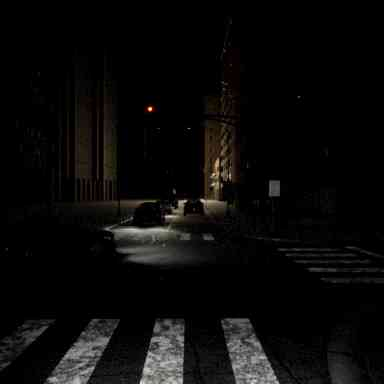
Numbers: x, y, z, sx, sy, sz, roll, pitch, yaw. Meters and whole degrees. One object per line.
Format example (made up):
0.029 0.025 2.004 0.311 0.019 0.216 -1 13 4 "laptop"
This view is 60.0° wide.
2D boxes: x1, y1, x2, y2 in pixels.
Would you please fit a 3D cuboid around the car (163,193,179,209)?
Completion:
-2.999 1.222 45.111 2.150 2.045 5.566 0 0 1 "car"

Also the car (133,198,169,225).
-3.052 1.479 24.437 1.882 1.535 5.008 0 0 0 "car"

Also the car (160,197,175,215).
-3.034 1.527 34.401 1.812 1.442 4.674 0 0 0 "car"

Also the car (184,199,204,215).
0.168 1.479 33.811 1.882 1.535 5.008 0 0 0 "car"

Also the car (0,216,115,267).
-4.904 1.529 10.833 4.674 1.442 1.812 0 0 -25 "car"
